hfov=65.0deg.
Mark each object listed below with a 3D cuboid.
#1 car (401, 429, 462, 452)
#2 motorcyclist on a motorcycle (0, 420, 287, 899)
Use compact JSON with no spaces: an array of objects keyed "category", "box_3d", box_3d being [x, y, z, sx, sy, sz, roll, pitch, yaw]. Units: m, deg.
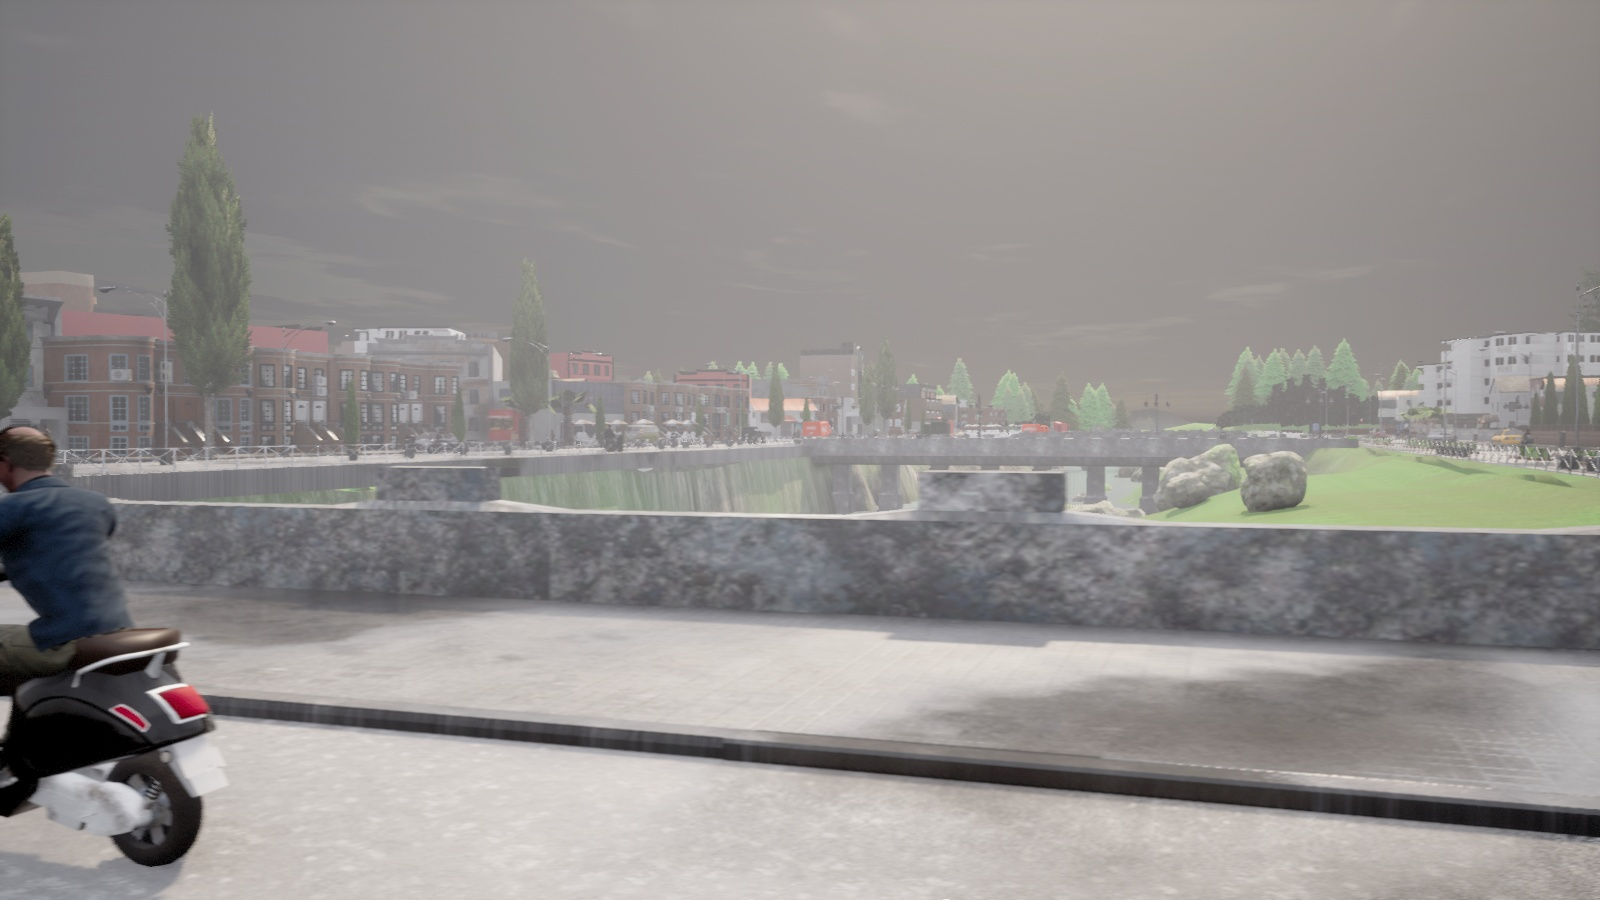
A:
[{"category":"car","box_3d":[-24.280,-0.658,82.822,1.816,1.474,4.193,1,1,19]},{"category":"motorcyclist on a motorcycle","box_3d":[-2.982,0.685,4.725,1.817,1.590,0.866,1,1,19]}]
